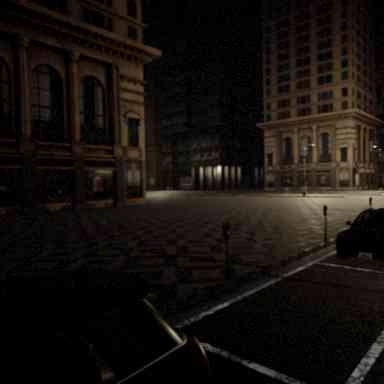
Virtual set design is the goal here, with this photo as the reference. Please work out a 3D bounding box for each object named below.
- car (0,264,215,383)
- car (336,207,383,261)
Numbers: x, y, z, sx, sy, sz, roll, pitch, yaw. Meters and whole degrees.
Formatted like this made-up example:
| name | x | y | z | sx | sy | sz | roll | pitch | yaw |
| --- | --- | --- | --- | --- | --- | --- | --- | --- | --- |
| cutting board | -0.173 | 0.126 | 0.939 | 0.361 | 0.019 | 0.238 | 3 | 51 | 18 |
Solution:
| name | x | y | z | sx | sy | sz | roll | pitch | yaw |
| --- | --- | --- | --- | --- | --- | --- | --- | --- | --- |
| car | -1.698 | 1.426 | 1.712 | 1.967 | 1.590 | 4.097 | 0 | 2 | 42 |
| car | 5.869 | 1.175 | 10.078 | 1.947 | 1.339 | 4.313 | 0 | 2 | 42 |
